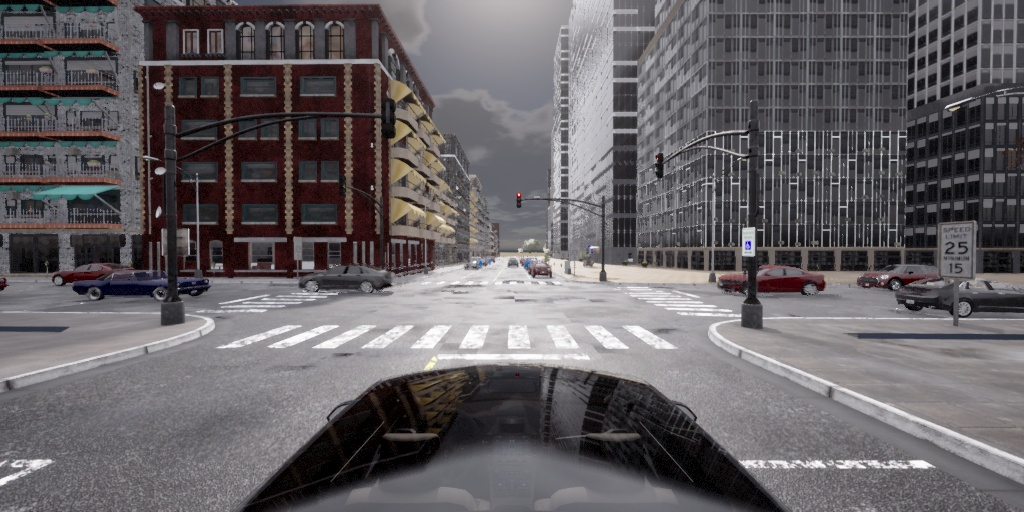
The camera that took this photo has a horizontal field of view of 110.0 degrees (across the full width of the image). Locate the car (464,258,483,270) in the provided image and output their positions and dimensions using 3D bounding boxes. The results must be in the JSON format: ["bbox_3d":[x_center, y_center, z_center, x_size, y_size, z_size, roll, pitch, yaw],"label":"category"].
[{"bbox_3d":[-5.584,1.267,50.337,1.948,1.339,4.313,0,0,0],"label":"car"}]

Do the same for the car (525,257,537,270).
[{"bbox_3d":[2.739,1.157,39.060,1.967,1.591,4.097,0,0,0],"label":"car"}]

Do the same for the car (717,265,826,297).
[{"bbox_3d":[13.640,1.264,19.034,5.008,1.535,1.882,0,1,1],"label":"car"}]

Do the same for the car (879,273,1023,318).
[{"bbox_3d":[16.740,1.445,13.076,4.403,1.370,2.007,0,0,1],"label":"car"}]

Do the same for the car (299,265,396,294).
[{"bbox_3d":[-8.860,1.218,19.412,4.892,1.490,1.837,1,0,1],"label":"car"}]

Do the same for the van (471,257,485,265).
[{"bbox_3d":[-5.572,1.033,55.983,1.690,1.789,3.998,0,0,0],"label":"van"}]

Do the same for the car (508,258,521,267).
[{"bbox_3d":[0.238,1.279,64.056,1.895,1.301,4.718,0,0,0],"label":"car"}]

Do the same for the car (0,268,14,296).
[{"bbox_3d":[-26.522,1.254,16.475,4.718,1.301,1.895,0,1,1],"label":"car"}]

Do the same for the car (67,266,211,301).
[{"bbox_3d":[-16.643,1.299,16.315,4.718,1.301,1.895,0,1,1],"label":"car"}]

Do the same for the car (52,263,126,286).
[{"bbox_3d":[-25.811,1.109,22.368,4.507,1.381,1.888,0,0,1],"label":"car"}]

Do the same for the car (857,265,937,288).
[{"bbox_3d":[23.418,1.229,21.609,4.097,1.591,1.967,0,0,1],"label":"car"}]

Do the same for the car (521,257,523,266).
[{"bbox_3d":[2.777,1.238,55.998,1.888,1.381,4.507,0,0,0],"label":"car"}]

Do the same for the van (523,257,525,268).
[{"bbox_3d":[2.765,1.042,50.352,1.690,1.789,3.998,0,0,0],"label":"van"}]

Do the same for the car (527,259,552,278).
[{"bbox_3d":[2.727,1.270,33.414,1.888,1.381,4.507,0,0,0],"label":"car"}]

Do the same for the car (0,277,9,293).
[{"bbox_3d":[-22.597,1.259,13.704,4.507,1.381,1.888,0,0,1],"label":"car"}]
